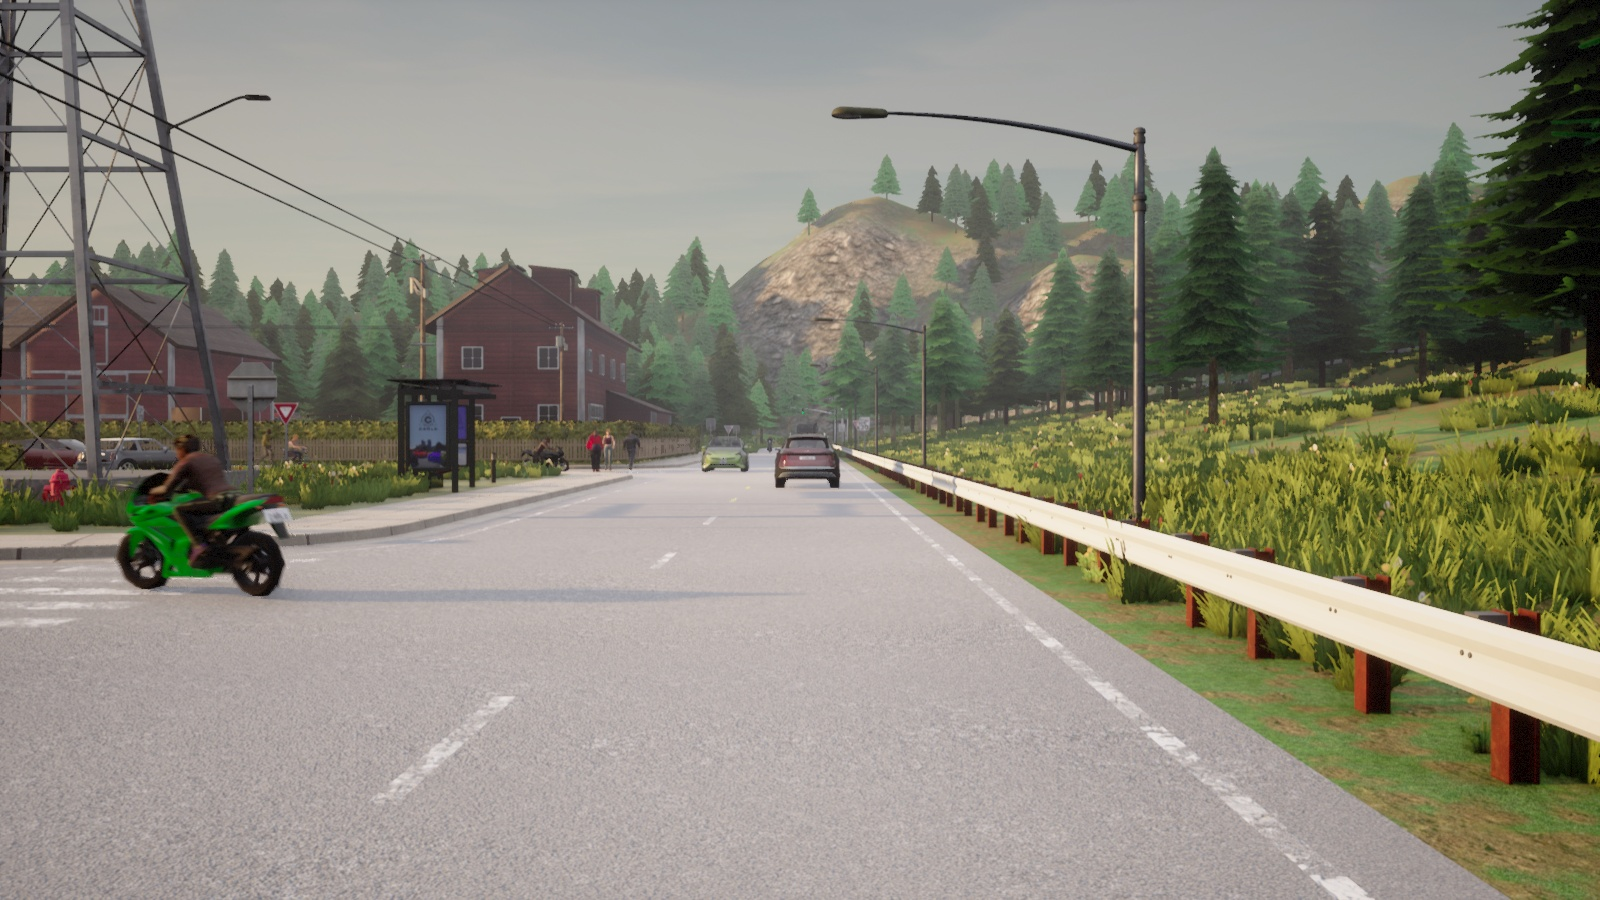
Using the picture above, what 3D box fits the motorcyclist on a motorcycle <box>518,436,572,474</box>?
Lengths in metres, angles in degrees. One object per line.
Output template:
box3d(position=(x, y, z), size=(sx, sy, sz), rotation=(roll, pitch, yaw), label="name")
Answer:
box3d(position=(-10.491, 0.206, 51.695), size=(2.044, 1.523, 0.797), rotation=(0, 1, 1), label="motorcyclist on a motorcycle")

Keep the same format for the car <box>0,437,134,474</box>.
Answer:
box3d(position=(-30.374, 0.208, 51.666), size=(4.792, 1.488, 2.163), rotation=(0, 1, 0), label="car")

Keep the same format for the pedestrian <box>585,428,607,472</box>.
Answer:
box3d(position=(-8.566, 0.000, 52.701), size=(0.634, 1.844, 0.899), rotation=(0, 1, -28), label="pedestrian")

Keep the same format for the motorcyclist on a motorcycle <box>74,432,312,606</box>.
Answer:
box3d(position=(-5.727, 0.605, 11.862), size=(2.044, 1.523, 0.797), rotation=(0, 3, 21), label="motorcyclist on a motorcycle")

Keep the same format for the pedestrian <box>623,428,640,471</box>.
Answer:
box3d(position=(-7.444, -0.026, 55.480), size=(0.563, 1.883, 0.849), rotation=(0, 1, 6), label="pedestrian")

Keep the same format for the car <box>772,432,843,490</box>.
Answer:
box3d(position=(0.226, 0.292, 38.634), size=(2.033, 1.649, 4.856), rotation=(0, 1, 0), label="car")

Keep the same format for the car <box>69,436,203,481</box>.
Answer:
box3d(position=(-22.712, 0.265, 43.102), size=(1.970, 1.475, 3.806), rotation=(0, 1, 16), label="car")

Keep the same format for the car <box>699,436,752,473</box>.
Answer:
box3d(position=(-3.188, 0.150, 54.336), size=(2.007, 1.525, 4.514), rotation=(0, 1, 0), label="car")

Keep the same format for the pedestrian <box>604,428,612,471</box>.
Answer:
box3d(position=(-8.374, -0.020, 54.774), size=(0.345, 1.836, 0.594), rotation=(0, 1, -5), label="pedestrian")

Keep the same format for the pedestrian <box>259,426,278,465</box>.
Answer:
box3d(position=(-25.059, -0.207, 59.166), size=(0.726, 1.835, 0.370), rotation=(0, 1, 0), label="pedestrian")
